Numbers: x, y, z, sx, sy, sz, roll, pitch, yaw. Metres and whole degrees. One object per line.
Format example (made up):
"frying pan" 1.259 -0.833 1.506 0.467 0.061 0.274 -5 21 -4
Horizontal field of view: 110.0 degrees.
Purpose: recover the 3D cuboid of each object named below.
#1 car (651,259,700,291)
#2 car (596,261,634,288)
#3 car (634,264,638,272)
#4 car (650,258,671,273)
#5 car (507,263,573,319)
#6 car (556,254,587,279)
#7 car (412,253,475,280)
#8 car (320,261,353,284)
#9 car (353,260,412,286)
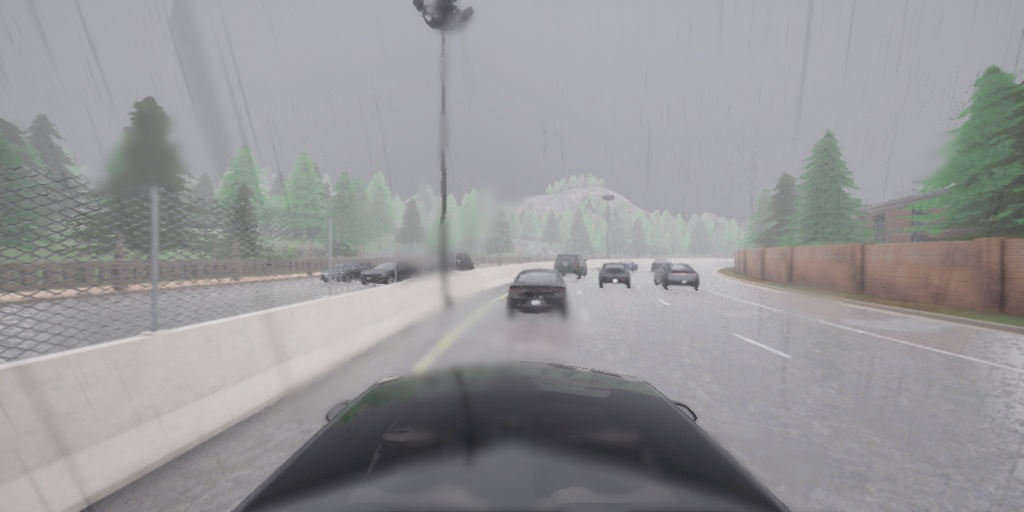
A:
"car" 9.796 1.174 21.616 2.128 1.511 4.902 0 0 13
"car" 6.510 1.165 22.970 1.837 1.490 4.892 0 0 14
"car" 13.569 1.186 41.946 1.895 1.301 4.718 0 0 27
"car" 17.221 1.082 41.354 1.882 1.535 5.008 0 1 27
"car" 0.998 1.171 12.721 1.882 1.535 5.008 0 0 7
"car" 5.138 0.832 30.841 2.150 2.045 5.566 0 0 18
"car" -4.238 0.824 24.262 2.150 2.045 5.566 0 0 13
"car" -11.200 1.063 25.220 2.128 1.511 4.902 0 0 13
"car" -7.937 1.071 23.709 1.882 1.535 5.008 0 0 12
